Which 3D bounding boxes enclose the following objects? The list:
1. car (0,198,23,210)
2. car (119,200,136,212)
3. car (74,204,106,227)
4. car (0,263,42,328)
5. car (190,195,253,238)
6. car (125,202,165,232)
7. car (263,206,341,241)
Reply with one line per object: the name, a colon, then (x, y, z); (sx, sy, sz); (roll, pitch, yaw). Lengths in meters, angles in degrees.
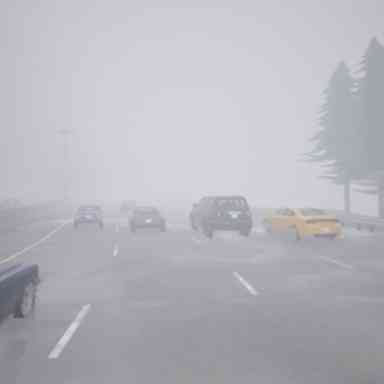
car: (-23.018, 1.578, 42.348); (1.837, 1.490, 4.892); (0, 0, -14)
car: (-7.176, 1.545, 37.693); (1.994, 1.385, 4.181); (0, 0, -14)
car: (-6.935, 1.552, 22.711); (2.033, 1.411, 5.357); (0, 0, -14)
car: (-3.740, 1.617, 4.397); (1.895, 1.301, 4.718); (0, 0, -4)
car: (1.380, 1.183, 17.680); (2.150, 2.045, 5.566); (0, 0, -12)
car: (-2.817, 1.547, 20.226); (1.994, 1.385, 4.181); (0, 0, -13)
car: (5.147, 1.418, 16.335); (1.882, 1.535, 5.008); (0, 0, -11)
